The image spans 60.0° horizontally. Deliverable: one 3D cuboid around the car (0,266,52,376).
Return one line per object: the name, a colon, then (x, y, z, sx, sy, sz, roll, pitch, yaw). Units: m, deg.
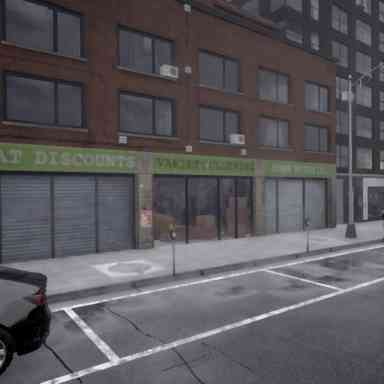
car: (-3.903, 1.566, 3.760, 4.313, 1.339, 1.947, 0, -1, -35)
